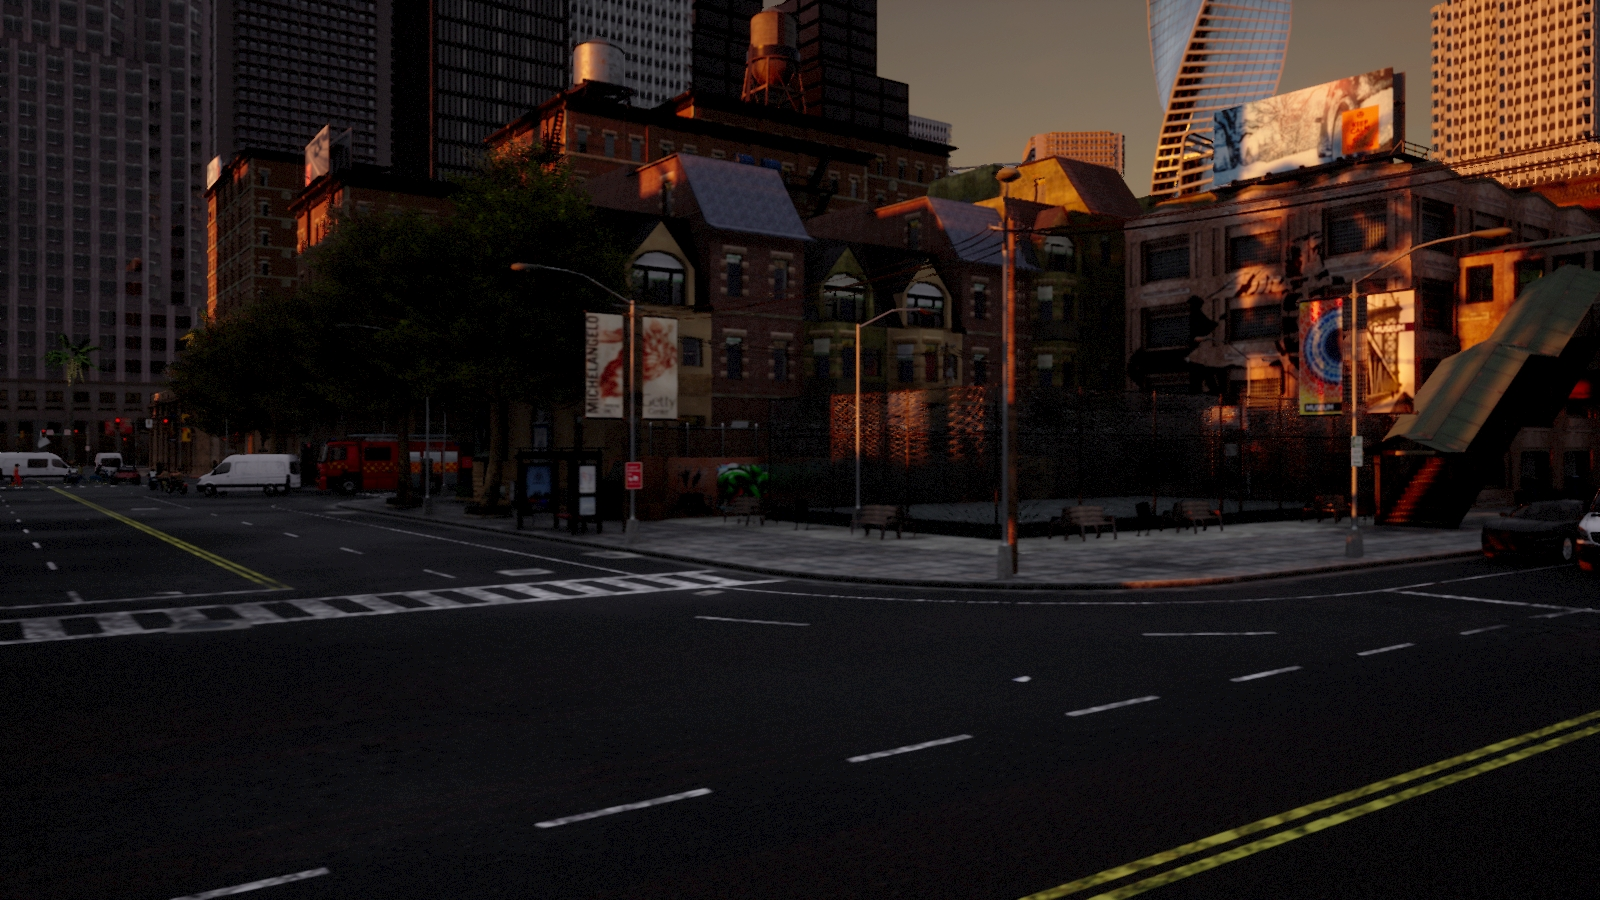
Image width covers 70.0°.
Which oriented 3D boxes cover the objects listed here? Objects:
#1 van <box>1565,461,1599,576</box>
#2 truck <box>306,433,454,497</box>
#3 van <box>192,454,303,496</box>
[{"bbox_3d":[20.456,1.543,27.012,5.915,2.561,1.988,0,0,-36],"label":"van"},{"bbox_3d":[-26.576,0.909,72.476,8.468,3.827,2.891,0,0,-29],"label":"truck"},{"bbox_3d":[-34.300,1.552,71.026,5.915,2.561,1.988,0,0,-2],"label":"van"}]
